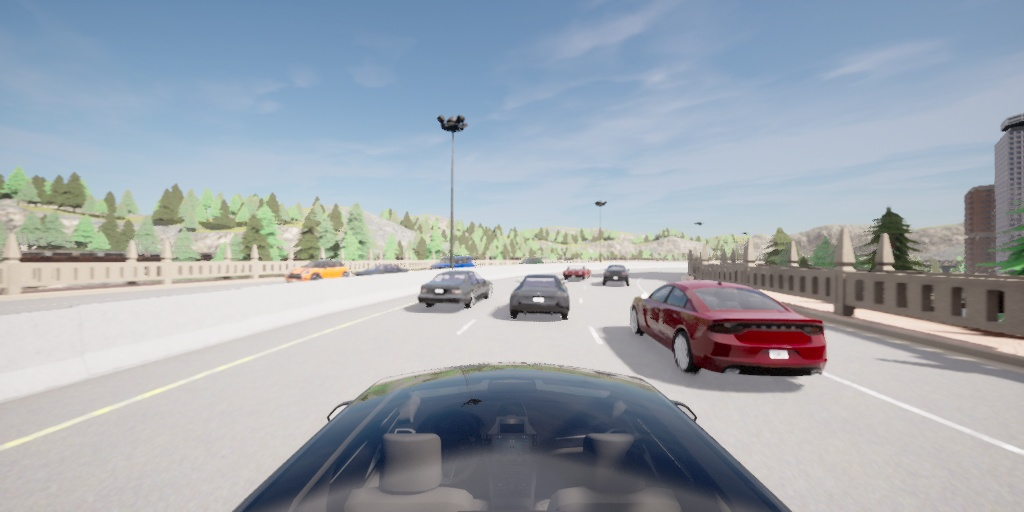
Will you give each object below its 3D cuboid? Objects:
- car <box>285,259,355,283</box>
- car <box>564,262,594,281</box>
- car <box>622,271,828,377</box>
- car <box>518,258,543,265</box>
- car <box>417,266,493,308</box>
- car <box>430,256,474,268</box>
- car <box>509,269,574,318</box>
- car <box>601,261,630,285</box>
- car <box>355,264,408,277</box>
[{"bbox_3d":[-14.241,1.117,26.492,2.097,1.767,4.553,0,0,15],"label":"car"},{"bbox_3d":[5.919,1.455,32.105,1.895,1.301,4.718,0,0,20],"label":"car"},{"bbox_3d":[3.965,1.254,7.577,1.882,1.535,5.008,0,0,4],"label":"car"},{"bbox_3d":[3.400,1.295,63.913,2.150,2.045,5.566,0,-1,37],"label":"car"},{"bbox_3d":[-2.197,1.314,15.271,2.033,1.411,5.357,0,0,9],"label":"car"},{"bbox_3d":[-5.319,1.044,32.384,2.150,2.045,5.566,0,0,19],"label":"car"},{"bbox_3d":[1.081,1.339,13.129,1.994,1.385,4.181,0,0,7],"label":"car"},{"bbox_3d":[7.854,1.364,26.967,1.812,1.442,4.674,0,0,18],"label":"car"},{"bbox_3d":[-10.211,1.336,28.438,2.033,1.411,5.357,0,0,16],"label":"car"}]
